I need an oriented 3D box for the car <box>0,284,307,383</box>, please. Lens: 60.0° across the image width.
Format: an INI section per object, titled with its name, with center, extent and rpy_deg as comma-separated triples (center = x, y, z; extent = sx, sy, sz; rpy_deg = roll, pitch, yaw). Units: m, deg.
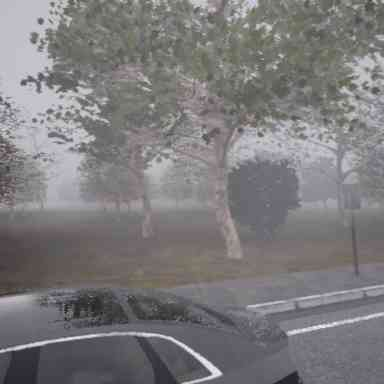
[car]
center = -1.446, 1.582, 2.379
extent = 4.892, 1.490, 1.837
rpy_deg = 1, -2, -24
